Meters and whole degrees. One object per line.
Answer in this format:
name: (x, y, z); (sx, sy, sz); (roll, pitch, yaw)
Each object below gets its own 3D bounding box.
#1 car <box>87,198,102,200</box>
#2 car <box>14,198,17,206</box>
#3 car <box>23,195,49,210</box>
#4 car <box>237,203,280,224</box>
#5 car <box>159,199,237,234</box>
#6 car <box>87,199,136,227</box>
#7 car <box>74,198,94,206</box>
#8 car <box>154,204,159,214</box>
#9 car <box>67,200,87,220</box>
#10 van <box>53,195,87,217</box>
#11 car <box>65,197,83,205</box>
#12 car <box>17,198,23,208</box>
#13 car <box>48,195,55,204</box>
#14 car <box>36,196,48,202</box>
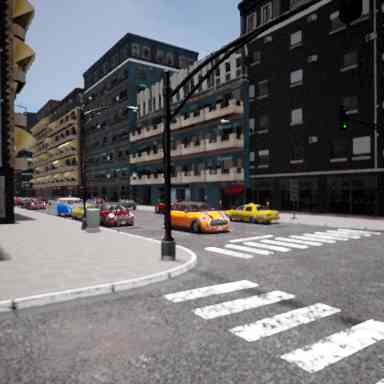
car: (-11.150, 1.662, 36.006); (2.033, 1.411, 5.357); (-1, 0, -35)
car: (-31.478, 1.789, 60.026); (1.887, 1.381, 4.507); (-1, 1, -36)
car: (-21.835, 1.634, 46.511); (1.967, 1.590, 4.097); (-1, 1, -36)
car: (4.177, 1.509, 24.489); (1.752, 1.417, 4.829); (-1, 1, -36)
car: (0.230, 1.416, 20.046); (2.097, 1.767, 4.553); (-1, 0, -35)
car: (-5.761, 1.558, 23.988); (1.967, 1.590, 4.097); (-1, 1, -36)
car: (-18.227, 1.655, 55.884); (1.947, 1.339, 4.313); (-1, 1, -36)
car: (-2.155, 1.452, 33.359); (1.967, 1.590, 4.097); (-1, 1, -36)
car: (-8.875, 1.658, 28.354); (1.752, 1.417, 4.829); (-1, 1, -36)
van: (-12.192, 1.489, 32.996); (1.690, 1.788, 3.998); (-1, 1, -36)
car: (-21.442, 1.657, 60.389); (2.008, 1.369, 4.403); (-1, 1, -36)
car: (-25.048, 1.776, 51.016); (1.947, 1.339, 4.313); (-1, 1, -36)
car: (-20.426, 1.168, 49.158); (2.097, 1.767, 4.553); (-1, 0, -36)
car: (-37.516, 1.740, 82.913); (1.887, 1.381, 4.507); (-1, 1, -36)
